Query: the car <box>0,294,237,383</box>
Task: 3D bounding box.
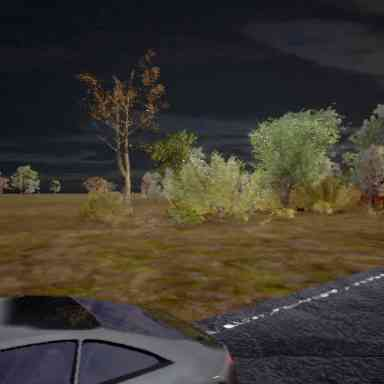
[{"bbox_3d":[-1.615,1.569,2.287,4.181,1.385,1.994,0,0,-36],"label":"car"}]
